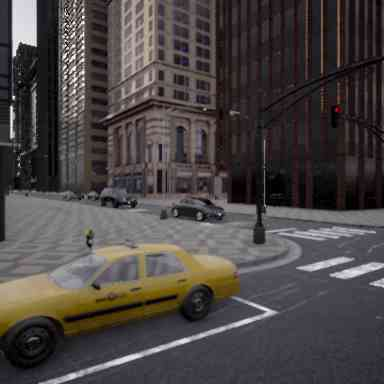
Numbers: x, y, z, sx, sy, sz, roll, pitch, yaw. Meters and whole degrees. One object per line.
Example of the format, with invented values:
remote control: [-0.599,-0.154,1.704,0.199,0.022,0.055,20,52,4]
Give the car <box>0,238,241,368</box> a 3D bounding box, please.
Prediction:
car: [-1.316,1.525,5.711,4.829,1.417,1.752,0,0,-36]

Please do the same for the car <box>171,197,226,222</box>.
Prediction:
car: [0.384,1.153,23.344,1.837,1.490,4.892,0,1,-36]

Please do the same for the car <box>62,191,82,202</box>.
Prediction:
car: [-17.472,0.572,48.382,1.837,1.490,4.892,0,1,-35]

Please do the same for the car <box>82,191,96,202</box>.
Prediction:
car: [-14.169,0.593,49.065,1.837,1.490,4.892,0,1,-35]

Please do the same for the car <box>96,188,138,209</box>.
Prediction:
car: [-7.697,0.602,34.632,2.150,2.045,5.566,0,1,-35]

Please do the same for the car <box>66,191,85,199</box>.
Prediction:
car: [-19.995,0.471,57.116,1.994,1.385,4.181,0,1,-36]
